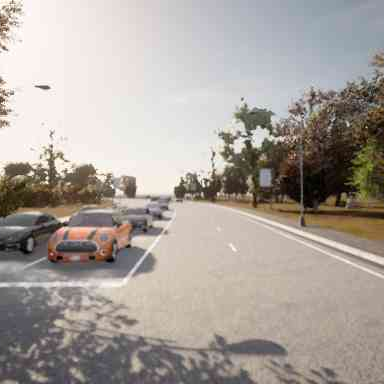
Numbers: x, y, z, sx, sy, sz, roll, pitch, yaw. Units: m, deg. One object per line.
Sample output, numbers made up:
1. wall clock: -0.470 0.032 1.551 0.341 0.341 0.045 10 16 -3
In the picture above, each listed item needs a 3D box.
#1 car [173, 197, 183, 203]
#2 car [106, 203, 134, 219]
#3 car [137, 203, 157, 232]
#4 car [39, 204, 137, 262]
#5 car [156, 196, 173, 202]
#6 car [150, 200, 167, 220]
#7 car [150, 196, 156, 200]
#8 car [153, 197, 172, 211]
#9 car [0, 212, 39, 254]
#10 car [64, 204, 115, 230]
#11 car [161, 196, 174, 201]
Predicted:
1. car: -3.810 2.039 85.653 1.895 1.301 4.718 0 0 -18
2. car: -7.218 1.886 33.725 1.895 1.301 4.718 0 0 -1
3. car: -3.615 1.709 21.668 1.837 1.490 4.892 0 0 0
4. car: -3.601 1.474 12.526 2.097 1.767 4.553 0 -1 0
5. car: -7.066 1.912 84.351 1.882 1.535 5.008 0 0 -18
6. car: -3.688 1.800 31.625 1.812 1.442 4.674 0 0 0
7. car: -10.353 1.819 94.045 1.882 1.535 5.008 0 0 -22
8. car: -4.201 1.886 47.728 2.033 1.411 5.357 0 0 -4
9. car: -7.102 1.644 14.275 1.837 1.490 4.892 0 0 0
10. car: -7.122 1.712 23.694 2.128 1.511 4.902 0 0 0
11. car: -7.116 1.887 95.380 2.033 1.411 5.357 0 0 -22
